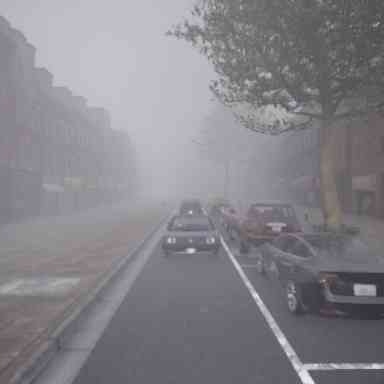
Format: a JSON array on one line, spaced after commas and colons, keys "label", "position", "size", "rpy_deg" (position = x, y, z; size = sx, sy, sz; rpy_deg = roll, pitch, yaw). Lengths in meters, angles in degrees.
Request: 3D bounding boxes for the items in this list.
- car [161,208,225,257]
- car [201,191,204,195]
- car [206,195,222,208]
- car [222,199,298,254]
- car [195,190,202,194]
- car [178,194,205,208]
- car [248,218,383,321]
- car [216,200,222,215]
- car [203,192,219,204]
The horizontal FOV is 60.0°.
[{"label": "car", "position": [-0.020, 1.496, 12.458], "size": [1.895, 1.301, 4.718], "rpy_deg": [0, 1, 0]}, {"label": "car", "position": [2.782, 0.940, 49.574], "size": [1.837, 1.490, 4.892], "rpy_deg": [0, 1, 0]}, {"label": "car", "position": [2.521, 1.271, 29.365], "size": [1.947, 1.339, 4.313], "rpy_deg": [2, 1, 0]}, {"label": "car", "position": [2.605, 1.208, 12.695], "size": [2.192, 1.841, 5.009], "rpy_deg": [2, 1, 0]}, {"label": "car", "position": [2.281, 0.534, 79.345], "size": [1.967, 1.590, 4.097], "rpy_deg": [2, 1, 0]}, {"label": "car", "position": [-0.090, 1.227, 28.075], "size": [1.837, 1.490, 4.892], "rpy_deg": [0, 1, 0]}, {"label": "car", "position": [2.625, 1.509, 7.138], "size": [1.947, 1.339, 4.313], "rpy_deg": [2, 1, 0]}, {"label": "car", "position": [2.573, 1.382, 18.254], "size": [1.887, 1.381, 4.507], "rpy_deg": [2, 1, 0]}, {"label": "car", "position": [2.810, 1.006, 42.570], "size": [1.882, 1.535, 5.008], "rpy_deg": [0, 1, 0]}]
